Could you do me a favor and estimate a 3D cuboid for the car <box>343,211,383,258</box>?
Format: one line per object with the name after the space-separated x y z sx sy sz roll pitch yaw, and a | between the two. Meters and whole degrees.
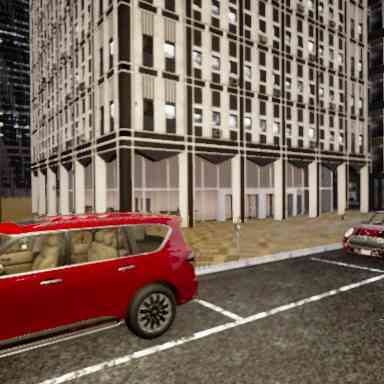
7.079 1.358 11.606 4.097 1.590 1.967 0 0 -35 | car

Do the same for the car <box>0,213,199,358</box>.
-2.203 1.309 4.993 5.009 1.841 2.192 0 0 -35 | car
